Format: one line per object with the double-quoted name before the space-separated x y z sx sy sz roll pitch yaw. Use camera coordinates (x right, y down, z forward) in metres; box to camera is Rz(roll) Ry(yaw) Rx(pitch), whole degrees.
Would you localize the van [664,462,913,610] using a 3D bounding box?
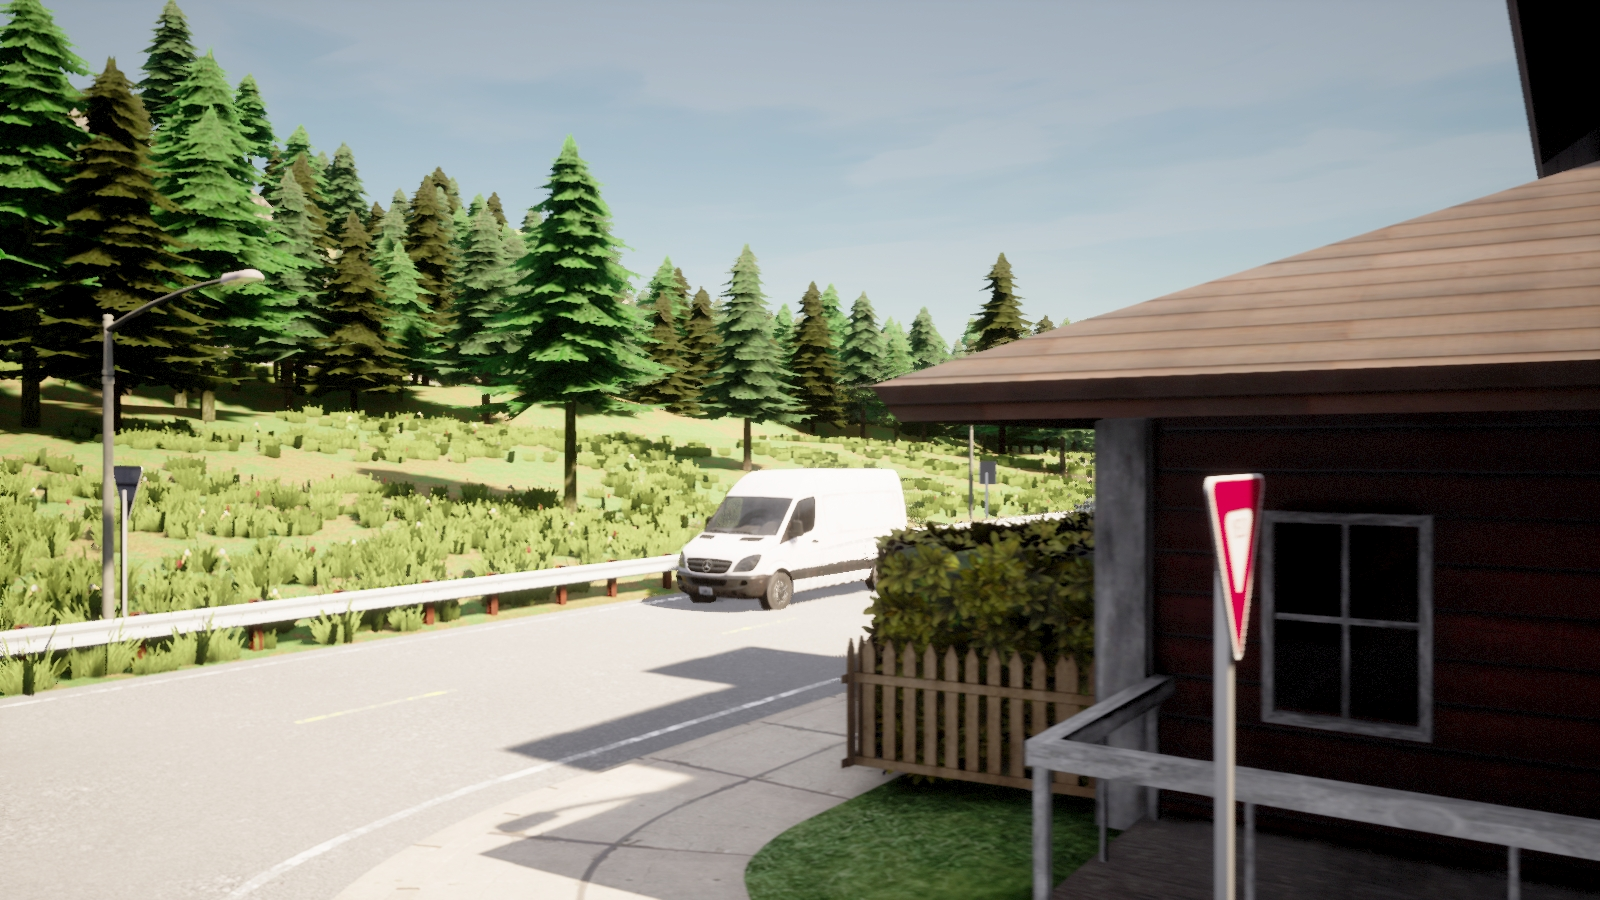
"van" -0.034 1.545 23.142 1.988 2.561 5.915 0 0 35
